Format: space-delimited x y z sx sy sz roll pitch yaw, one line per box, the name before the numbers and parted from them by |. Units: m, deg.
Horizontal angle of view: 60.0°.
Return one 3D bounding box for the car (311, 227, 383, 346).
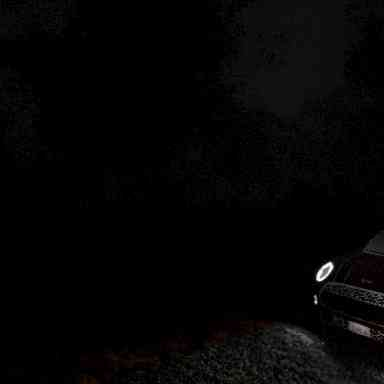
car | 4.192 1.307 5.880 4.553 1.767 2.097 0 0 -34
